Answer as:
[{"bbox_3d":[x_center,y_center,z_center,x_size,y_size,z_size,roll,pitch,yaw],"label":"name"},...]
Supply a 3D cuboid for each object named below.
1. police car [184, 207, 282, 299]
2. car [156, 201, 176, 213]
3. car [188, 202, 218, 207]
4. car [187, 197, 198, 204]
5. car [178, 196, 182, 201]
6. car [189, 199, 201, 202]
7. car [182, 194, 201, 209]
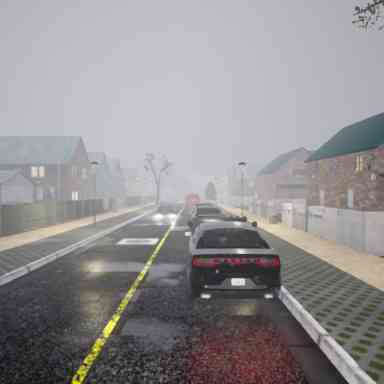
[{"bbox_3d":[0.840,1.424,8.598,1.930,1.638,5.238,0,0,0],"label":"police car"},{"bbox_3d":[-2.782,1.635,36.612,1.895,1.301,4.718,0,0,0],"label":"car"},{"bbox_3d":[0.859,1.511,18.489,1.837,1.490,4.892,0,0,0],"label":"car"},{"bbox_3d":[0.121,1.676,66.029,2.033,1.411,5.357,0,0,0],"label":"car"},{"bbox_3d":[-2.586,1.740,89.490,2.128,1.511,4.902,0,0,0],"label":"car"},{"bbox_3d":[0.869,1.518,24.490,1.837,1.490,4.892,0,0,0],"label":"car"},{"bbox_3d":[0.120,1.280,46.803,2.150,2.045,5.566,0,0,1],"label":"car"}]
